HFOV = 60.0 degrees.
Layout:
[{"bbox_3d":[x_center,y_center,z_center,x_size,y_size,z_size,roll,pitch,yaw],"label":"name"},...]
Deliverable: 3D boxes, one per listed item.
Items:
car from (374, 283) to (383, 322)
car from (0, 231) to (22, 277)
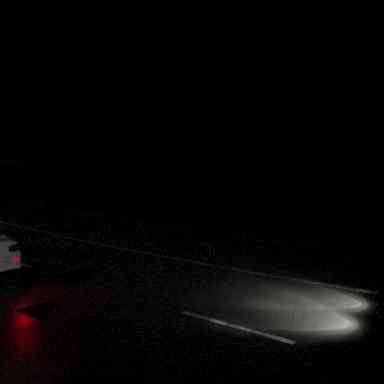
[{"bbox_3d":[5.508,1.554,4.364,5.357,1.411,2.033,0,0,35],"label":"car"},{"bbox_3d":[-6.061,1.318,8.313,4.674,1.442,1.812,3,2,35],"label":"car"}]
